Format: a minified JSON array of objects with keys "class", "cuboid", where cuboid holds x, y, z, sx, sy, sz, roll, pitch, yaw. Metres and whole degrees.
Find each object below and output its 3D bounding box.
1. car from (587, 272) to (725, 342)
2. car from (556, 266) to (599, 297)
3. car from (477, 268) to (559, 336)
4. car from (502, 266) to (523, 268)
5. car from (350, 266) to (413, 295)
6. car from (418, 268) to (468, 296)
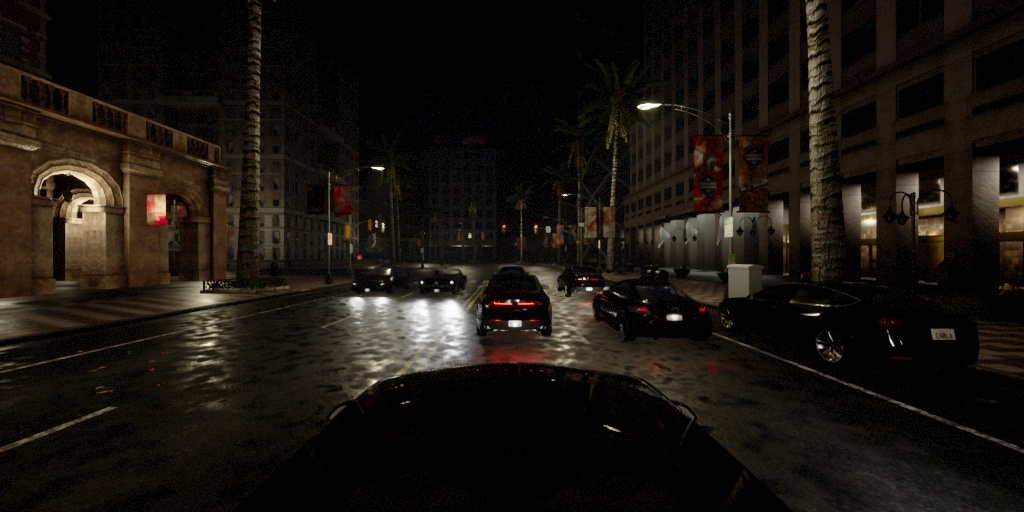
[{"class":"car","cuboid":[3.553,1.314,9.827,1.994,1.385,4.181,0,0,0]},{"class":"car","cuboid":[3.506,1.255,18.750,1.837,1.490,4.892,0,0,0]},{"class":"car","cuboid":[0.047,1.254,10.387,1.837,1.490,4.892,0,0,-1]},{"class":"car","cuboid":[0.003,1.276,19.334,1.812,1.442,4.674,0,0,-2]},{"class":"car","cuboid":[-7.108,1.295,20.264,2.033,1.411,5.357,0,0,0]},{"class":"car","cuboid":[-3.619,1.351,19.453,1.895,1.301,4.718,0,0,0]}]
